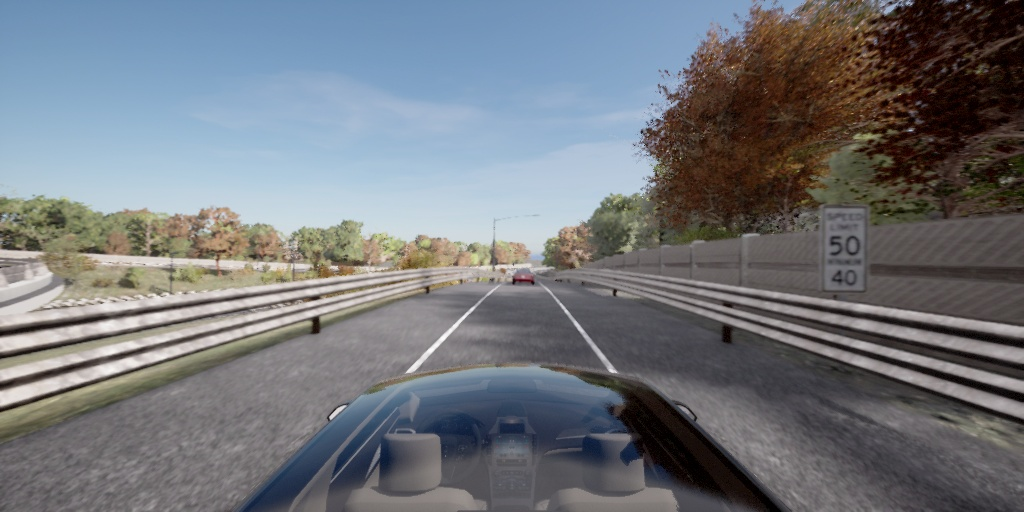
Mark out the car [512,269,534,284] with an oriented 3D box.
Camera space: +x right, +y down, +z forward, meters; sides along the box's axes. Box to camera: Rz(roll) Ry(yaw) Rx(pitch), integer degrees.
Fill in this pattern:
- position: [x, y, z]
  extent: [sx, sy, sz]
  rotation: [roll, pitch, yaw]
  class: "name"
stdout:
- position: [1.043, 1.881, 33.395]
  extent: [1.994, 1.385, 4.181]
  rotation: [1, -3, 2]
  class: "car"
